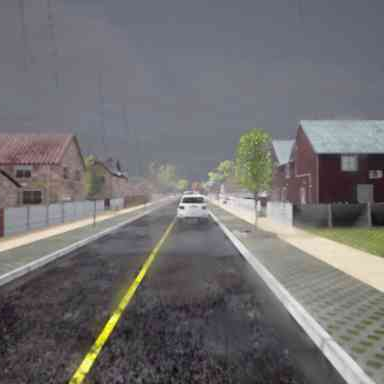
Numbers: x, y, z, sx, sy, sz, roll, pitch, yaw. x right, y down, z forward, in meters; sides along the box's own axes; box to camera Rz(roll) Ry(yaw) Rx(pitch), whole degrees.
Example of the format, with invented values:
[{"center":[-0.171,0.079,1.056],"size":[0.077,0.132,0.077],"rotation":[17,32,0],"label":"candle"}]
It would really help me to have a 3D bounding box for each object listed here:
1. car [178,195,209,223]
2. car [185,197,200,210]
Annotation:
[{"center":[0.095,1.235,25.385],"size":[2.150,2.045,5.566],"rotation":[0,0,0],"label":"car"},{"center":[0.071,1.492,44.610],"size":[1.882,1.535,5.008],"rotation":[0,0,0],"label":"car"}]
